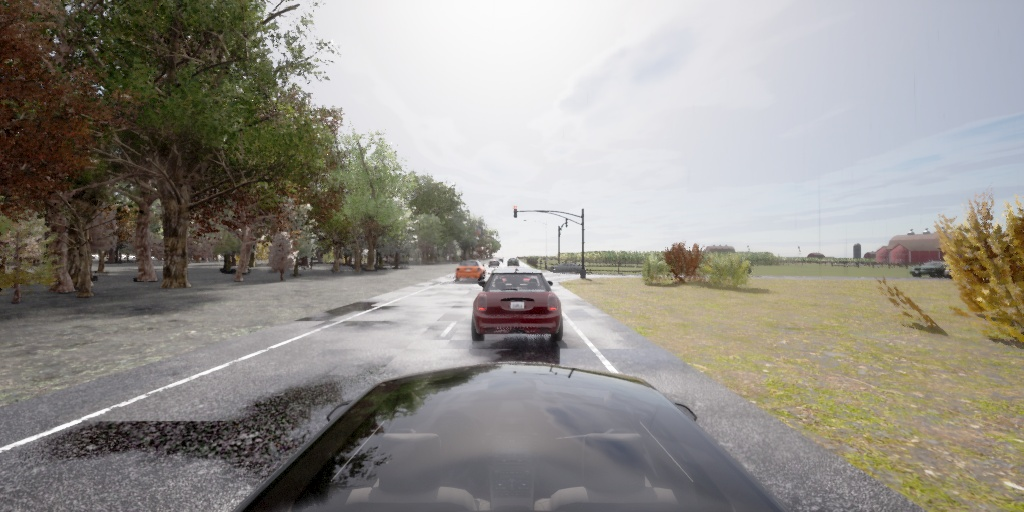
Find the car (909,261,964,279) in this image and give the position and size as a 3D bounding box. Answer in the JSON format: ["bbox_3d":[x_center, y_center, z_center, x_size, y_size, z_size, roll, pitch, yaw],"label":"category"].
[{"bbox_3d":[49.268,1.567,41.154,5.566,2.045,2.150,1,-1,1],"label":"car"}]

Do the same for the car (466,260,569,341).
[{"bbox_3d":[0.110,1.104,10.017,2.097,1.767,4.553,0,0,0],"label":"car"}]

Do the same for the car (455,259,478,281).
[{"bbox_3d":[-3.350,1.107,29.703,2.097,1.767,4.553,0,0,0],"label":"car"}]

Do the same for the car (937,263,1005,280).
[{"bbox_3d":[48.571,1.768,37.579,4.902,1.511,2.128,1,-1,1],"label":"car"}]

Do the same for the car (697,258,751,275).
[{"bbox_3d":[24.412,1.294,41.372,5.566,2.045,2.150,1,-1,0],"label":"car"}]

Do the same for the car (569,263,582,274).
[{"bbox_3d":[6.617,1.474,43.472,4.181,1.385,1.994,0,-1,26],"label":"car"}]
